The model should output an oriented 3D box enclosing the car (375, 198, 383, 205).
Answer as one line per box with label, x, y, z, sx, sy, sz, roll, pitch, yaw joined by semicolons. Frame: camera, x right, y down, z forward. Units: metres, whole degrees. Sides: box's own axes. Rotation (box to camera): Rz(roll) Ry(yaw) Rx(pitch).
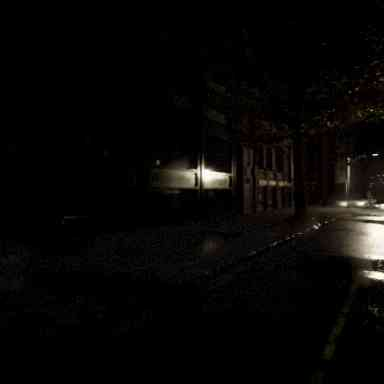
car;41.037;2.078;72.340;1.994;1.385;4.181;-1;-1;31
